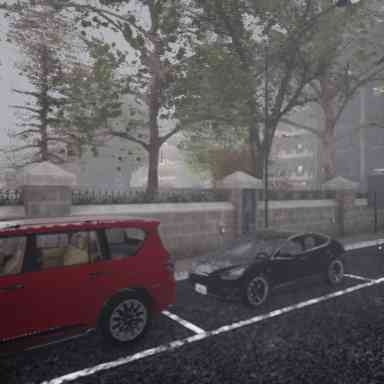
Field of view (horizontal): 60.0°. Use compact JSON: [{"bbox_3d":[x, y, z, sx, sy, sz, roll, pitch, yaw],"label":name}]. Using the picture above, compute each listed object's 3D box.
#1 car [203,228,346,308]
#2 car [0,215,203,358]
[{"bbox_3d":[1.957,1.584,7.966,4.313,1.339,1.947,0,0,-36],"label":"car"},{"bbox_3d":[-2.546,1.317,4.748,5.009,1.841,2.192,0,0,-36],"label":"car"}]
